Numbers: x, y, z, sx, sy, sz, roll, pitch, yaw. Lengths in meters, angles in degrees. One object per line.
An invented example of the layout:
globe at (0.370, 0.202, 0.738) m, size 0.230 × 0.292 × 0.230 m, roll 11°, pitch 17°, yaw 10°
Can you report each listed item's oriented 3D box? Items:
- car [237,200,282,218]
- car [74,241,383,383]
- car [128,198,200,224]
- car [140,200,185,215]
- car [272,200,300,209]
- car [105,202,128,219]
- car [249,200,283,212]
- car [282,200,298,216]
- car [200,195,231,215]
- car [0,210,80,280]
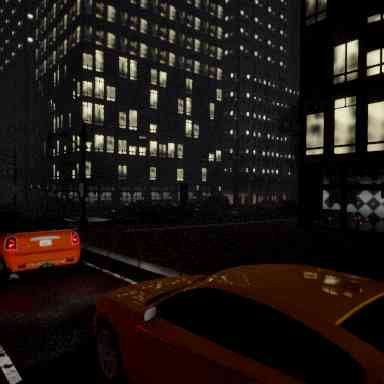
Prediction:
car at (6.719, 1.832, 33.908) m, size 4.829 × 1.417 × 1.752 m, roll 1°, pitch 0°, yaw -39°
car at (0.739, 1.476, 3.261) m, size 1.882 × 1.535 × 5.008 m, roll 0°, pitch 0°, yaw -40°
car at (-2.168, 1.523, 26.691) m, size 5.009 × 1.841 × 2.192 m, roll 1°, pitch 0°, yaw -39°
car at (-3.208, 1.647, 36.643) m, size 4.829 × 1.417 × 1.752 m, roll 1°, pitch 0°, yaw -39°
car at (14.433, 1.881, 50.964) m, size 4.313 × 1.339 × 1.947 m, roll 1°, pitch 0°, yaw -39°
car at (-5.781, 1.642, 31.216) m, size 4.674 × 1.442 × 1.812 m, roll 1°, pitch 1°, yaw -38°
car at (9.793, 1.814, 43.837) m, size 4.674 × 1.442 × 1.812 m, roll 1°, pitch 1°, yaw -39°
car at (10.965, 1.936, 37.356) m, size 4.206 × 1.307 × 1.802 m, roll 1°, pitch 0°, yaw -39°
car at (1.903, 1.423, 37.435) m, size 5.566 × 2.045 × 2.150 m, roll 1°, pitch 1°, yaw -39°
car at (-5.188, 1.347, 10.313) m, size 2.097 × 1.767 × 4.553 m, roll 0°, pitch 0°, yaw -40°
